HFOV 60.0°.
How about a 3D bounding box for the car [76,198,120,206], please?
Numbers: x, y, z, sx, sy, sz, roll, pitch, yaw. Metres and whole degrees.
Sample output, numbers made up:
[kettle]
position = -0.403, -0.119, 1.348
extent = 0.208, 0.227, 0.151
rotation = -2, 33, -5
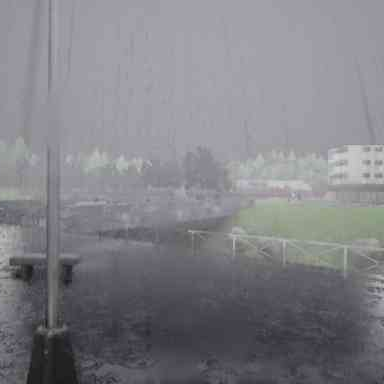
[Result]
[car]
position = -10.052, 1.286, 36.218
extent = 1.895, 1.301, 4.718
rotation = 1, 0, 36
